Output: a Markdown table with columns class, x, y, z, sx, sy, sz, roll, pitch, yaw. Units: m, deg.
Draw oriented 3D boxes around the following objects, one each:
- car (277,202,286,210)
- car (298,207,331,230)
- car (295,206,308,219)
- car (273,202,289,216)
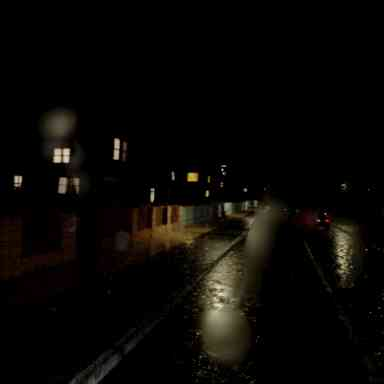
| class | x | y | z | sx | sy | sz | roll | pitch | yaw |
| --- | --- | --- | --- | --- | --- | --- | --- | --- | --- |
| car | 19.880 | 3.052 | 73.932 | 1.812 | 1.442 | 4.674 | 2 | 0 | 15 |
| car | 10.077 | 2.231 | 27.119 | 2.033 | 1.411 | 5.357 | 2 | 0 | 16 |
| car | 13.283 | 2.434 | 38.996 | 1.837 | 1.490 | 4.892 | 2 | 0 | 16 |
| car | 12.436 | 2.433 | 46.536 | 1.882 | 1.535 | 5.008 | 2 | -1 | 15 |
